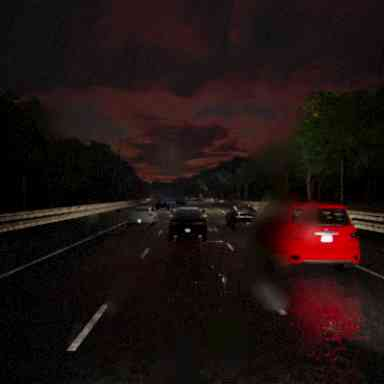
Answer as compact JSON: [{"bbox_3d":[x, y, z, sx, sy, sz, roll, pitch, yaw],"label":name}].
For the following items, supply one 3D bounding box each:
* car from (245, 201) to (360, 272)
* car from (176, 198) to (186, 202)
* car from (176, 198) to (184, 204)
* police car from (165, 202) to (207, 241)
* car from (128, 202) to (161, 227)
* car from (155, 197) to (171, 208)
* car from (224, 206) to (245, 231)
[{"bbox_3d":[3.452,1.324,11.255,2.150,2.045,5.566,0,-1,-1],"label":"car"},{"bbox_3d":[-2.303,2.289,74.826,2.033,1.411,5.357,0,-1,-4],"label":"car"},{"bbox_3d":[-3.378,2.391,90.573,1.882,1.535,5.008,0,-1,-4],"label":"car"},{"bbox_3d":[-0.217,1.595,17.967,1.930,1.638,5.238,0,0,-1],"label":"police car"},{"bbox_3d":[-3.641,1.769,25.036,1.812,1.442,4.674,0,-1,-1],"label":"car"},{"bbox_3d":[-4.426,1.728,50.874,2.150,2.045,5.566,0,-1,-3],"label":"car"},{"bbox_3d":[3.300,1.700,22.301,2.128,1.511,4.902,0,-1,-1],"label":"car"}]
